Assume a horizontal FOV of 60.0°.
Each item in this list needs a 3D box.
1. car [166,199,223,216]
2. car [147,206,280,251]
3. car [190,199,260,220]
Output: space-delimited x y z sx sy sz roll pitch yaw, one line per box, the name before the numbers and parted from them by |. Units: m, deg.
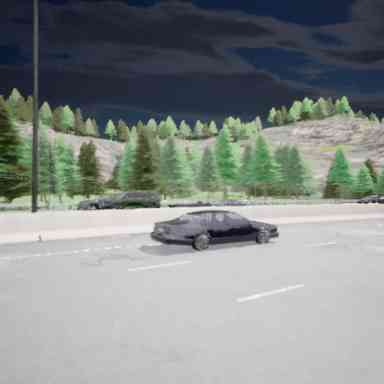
car | 0.228 1.328 29.129 4.718 1.301 1.895 0 1 -31
car | 1.016 1.428 13.355 5.357 1.411 2.033 0 1 -31
car | 2.682 1.319 26.534 5.357 1.411 2.033 0 1 -31
